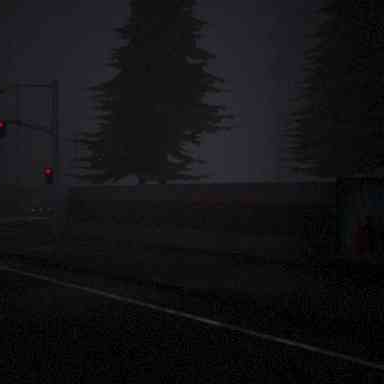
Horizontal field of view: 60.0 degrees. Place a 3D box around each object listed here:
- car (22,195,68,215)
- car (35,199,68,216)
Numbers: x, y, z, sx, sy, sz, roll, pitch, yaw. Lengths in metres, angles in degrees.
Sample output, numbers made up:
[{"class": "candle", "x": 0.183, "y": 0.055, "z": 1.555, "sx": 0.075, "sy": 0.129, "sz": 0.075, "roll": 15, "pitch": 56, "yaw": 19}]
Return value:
[{"class": "car", "x": -14.651, "y": 1.296, "z": 34.673, "sx": 2.150, "sy": 2.045, "sz": 5.566, "roll": 0, "pitch": 0, "yaw": 35}, {"class": "car", "x": -12.166, "y": 1.661, "z": 32.118, "sx": 1.895, "sy": 1.301, "sz": 4.718, "roll": 0, "pitch": 0, "yaw": 35}]
